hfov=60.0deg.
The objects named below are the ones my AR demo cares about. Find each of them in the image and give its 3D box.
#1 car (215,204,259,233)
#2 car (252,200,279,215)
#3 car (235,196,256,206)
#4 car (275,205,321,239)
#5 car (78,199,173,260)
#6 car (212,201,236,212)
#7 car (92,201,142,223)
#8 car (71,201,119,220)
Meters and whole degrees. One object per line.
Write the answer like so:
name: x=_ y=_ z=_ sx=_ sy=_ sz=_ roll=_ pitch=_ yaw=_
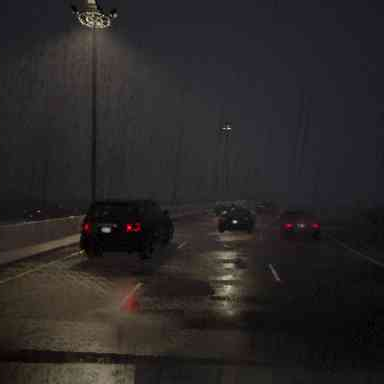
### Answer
car: x=2.926 y=1.692 z=20.903 sx=1.994 sy=1.385 sz=4.181 roll=0 pitch=0 yaw=14
car: x=8.490 y=1.728 z=36.966 sx=2.128 sy=1.511 sz=4.902 roll=0 pitch=0 yaw=24
car: x=10.822 y=1.769 z=67.140 sx=2.097 sy=1.767 sz=4.553 roll=0 pitch=-1 yaw=40
car: x=5.808 y=1.670 z=18.312 sx=2.033 sy=1.411 sz=5.357 roll=0 pitch=0 yaw=13
car: x=-2.265 y=1.288 z=12.969 sx=2.150 sy=2.045 sz=5.566 roll=0 pitch=0 yaw=8
car: x=3.954 y=1.813 z=35.383 sx=1.895 sy=1.301 sz=4.718 roll=0 pitch=0 yaw=22
car: x=-6.189 y=1.616 z=28.136 sx=1.882 sy=1.535 sz=5.008 roll=0 pitch=0 yaw=17
car: x=-8.916 y=1.651 z=31.128 sx=1.837 sy=1.490 sz=4.892 roll=0 pitch=0 yaw=18
